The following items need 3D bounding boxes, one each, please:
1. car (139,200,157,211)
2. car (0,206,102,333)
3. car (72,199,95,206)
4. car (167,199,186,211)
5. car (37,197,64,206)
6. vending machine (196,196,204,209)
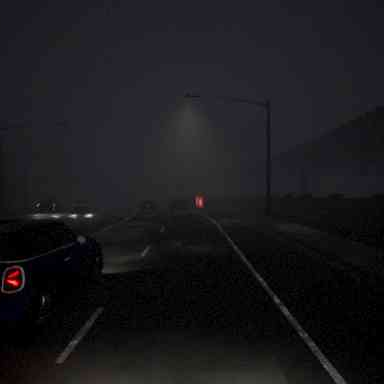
[{"bbox_3d":[-5.588,1.699,41.990,1.994,1.385,4.181,0,-1,-11],"label":"car"},{"bbox_3d":[-3.399,1.352,6.939,2.097,1.767,4.553,0,0,0],"label":"car"},{"bbox_3d":[-11.902,1.519,36.614,1.882,1.535,5.008,0,-1,-9],"label":"car"},{"bbox_3d":[-1.994,1.627,41.904,2.128,1.511,4.902,0,-1,-10],"label":"car"},{"bbox_3d":[-15.415,1.386,36.382,2.097,1.767,4.553,0,-1,-9],"label":"car"},{"bbox_3d":[1.252,1.631,53.937,1.100,2.100,0.880,1,-1,-16],"label":"vending machine"}]
